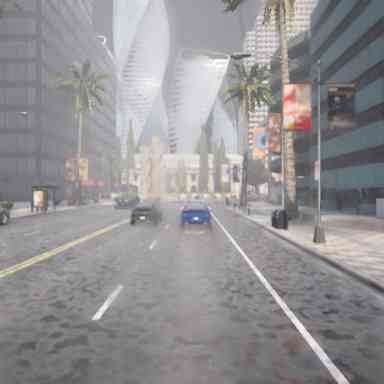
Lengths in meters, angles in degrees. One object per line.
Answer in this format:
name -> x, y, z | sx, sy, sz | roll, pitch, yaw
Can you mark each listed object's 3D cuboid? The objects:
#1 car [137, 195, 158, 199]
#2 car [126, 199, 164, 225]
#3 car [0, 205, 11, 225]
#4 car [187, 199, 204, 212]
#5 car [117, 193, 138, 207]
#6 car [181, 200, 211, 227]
car -> -6.312, 1.448, 50.826 | 2.128, 1.511, 4.902 | 0, 0, 7
car -> -3.216, 1.479, 24.162 | 1.837, 1.490, 4.892 | 0, -1, 0
car -> -13.427, 1.461, 20.981 | 2.231, 1.521, 4.892 | 0, 0, 0
car -> 0.399, 1.564, 38.988 | 1.895, 1.301, 4.718 | 0, 0, 1
car -> -9.771, 1.213, 51.431 | 2.150, 2.045, 5.566 | 0, 0, 8
car -> 0.273, 1.456, 22.562 | 1.882, 1.535, 5.008 | 0, 0, 0
